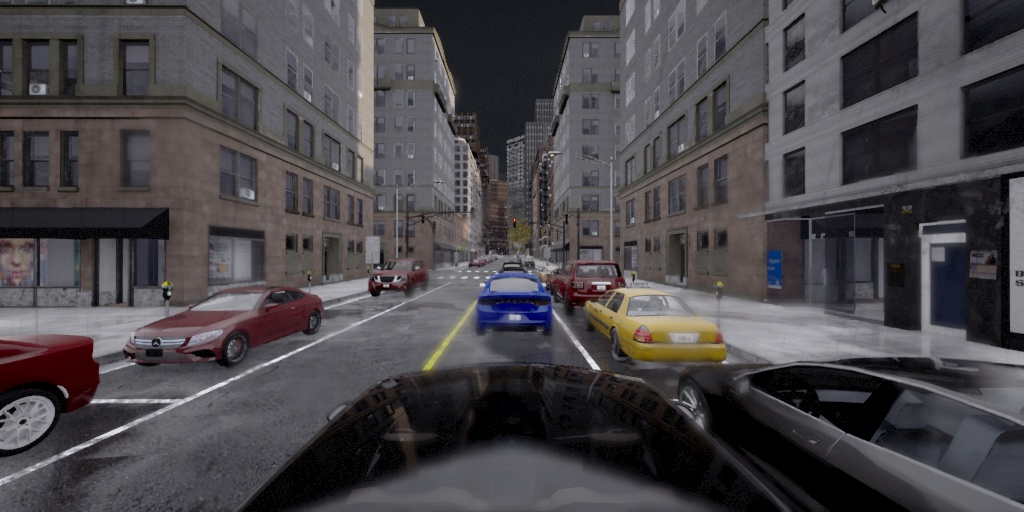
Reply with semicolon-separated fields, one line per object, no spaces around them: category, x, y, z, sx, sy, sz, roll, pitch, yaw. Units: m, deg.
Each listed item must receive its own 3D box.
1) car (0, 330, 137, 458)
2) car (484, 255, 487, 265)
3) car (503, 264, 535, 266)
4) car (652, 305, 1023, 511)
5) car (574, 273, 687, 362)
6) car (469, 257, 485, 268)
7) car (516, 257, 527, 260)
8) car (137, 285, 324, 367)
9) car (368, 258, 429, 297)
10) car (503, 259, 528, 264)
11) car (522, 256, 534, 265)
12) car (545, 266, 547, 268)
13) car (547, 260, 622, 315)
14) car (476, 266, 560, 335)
car;-5.763;1.295;2.327;1.888;1.381;4.507;0;0;0
car;-5.843;0.989;62.070;1.967;1.591;4.097;0;0;0
car;0.072;1.296;18.047;1.994;1.385;4.181;0;0;0
car;2.762;1.316;2.332;1.948;1.339;4.313;0;0;0
car;2.754;1.272;8.054;1.751;1.417;4.829;0;0;0
car;-5.836;1.126;56.646;1.888;1.381;4.507;0;0;0
car;0.490;1.184;46.261;2.033;1.411;5.357;0;0;0
car;-5.771;1.328;7.879;1.802;1.307;4.207;0;0;0
car;-5.786;1.045;18.986;2.192;1.841;5.009;0;0;0
car;0.013;1.215;26.960;1.837;1.490;4.892;0;0;0
car;2.689;1.131;56.650;2.007;1.370;4.403;0;0;0
car;2.740;1.313;18.990;1.802;1.307;4.207;0;0;0
car;2.747;1.055;13.438;2.192;1.841;5.009;0;0;0
car;0.038;1.222;10.488;1.882;1.535;5.008;0;0;-1
